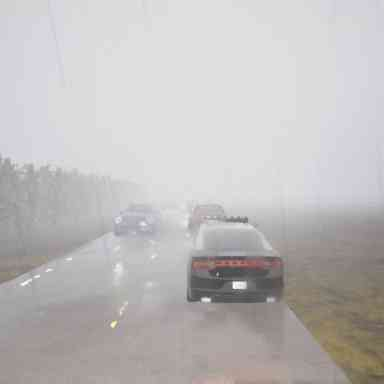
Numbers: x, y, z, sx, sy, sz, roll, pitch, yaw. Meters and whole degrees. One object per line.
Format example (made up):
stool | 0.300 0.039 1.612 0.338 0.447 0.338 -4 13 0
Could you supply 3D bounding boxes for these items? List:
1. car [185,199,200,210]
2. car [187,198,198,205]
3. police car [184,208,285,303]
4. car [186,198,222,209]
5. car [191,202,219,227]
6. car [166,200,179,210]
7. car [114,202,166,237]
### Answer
car | 0.101 1.676 46.015 2.033 1.411 5.357 0 0 1
car | 0.101 1.779 63.363 1.994 1.385 4.181 0 0 0
police car | 0.838 1.430 8.401 1.930 1.638 5.238 0 0 0
car | 0.853 1.373 18.263 2.097 1.767 4.553 0 0 0
car | 0.863 1.544 24.293 1.837 1.490 4.892 0 0 0
car | -2.679 1.680 43.394 1.994 1.385 4.181 0 0 0
car | -2.819 1.373 18.182 2.097 1.767 4.553 0 0 0
